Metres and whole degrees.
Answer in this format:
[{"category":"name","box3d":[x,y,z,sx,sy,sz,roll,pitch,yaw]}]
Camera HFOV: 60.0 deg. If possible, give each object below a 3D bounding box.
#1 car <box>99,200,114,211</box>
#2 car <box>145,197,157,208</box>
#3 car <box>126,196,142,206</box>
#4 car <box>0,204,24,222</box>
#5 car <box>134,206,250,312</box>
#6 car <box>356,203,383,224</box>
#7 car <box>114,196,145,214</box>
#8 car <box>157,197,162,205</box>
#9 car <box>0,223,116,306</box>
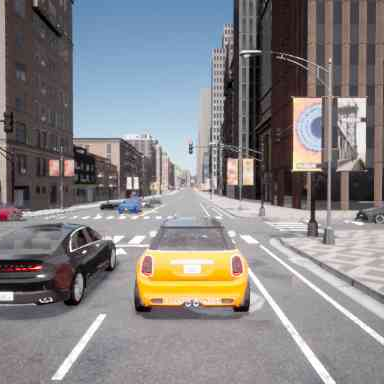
[{"category":"car","box3d":[-9.854,1.620,40.676,1.895,1.301,4.718,0,0,0]},{"category":"car","box3d":[-6.601,1.516,47.207,2.128,1.511,4.902,0,0,0]},{"category":"car","box3d":[-9.840,1.529,56.559,1.837,1.490,4.892,0,1,0]},{"category":"car","box3d":[-15.168,1.565,25.304,4.181,1.385,1.994,0,1,-26]},{"category":"car","box3d":[0.009,1.351,7.864,2.097,1.767,4.553,0,0,0]},{"category":"car","box3d":[13.983,1.470,23.535,4.181,1.385,1.994,0,1,0]},{"category":"car","box3d":[-6.604,1.493,35.877,1.882,1.535,5.008,0,0,0]},{"category":"car","box3d":[-6.577,1.594,60.284,1.994,1.385,4.181,0,0,0]},{"category":"car","box3d":[-3.154,1.504,8.008,1.837,1.490,4.892,0,0,0]}]
